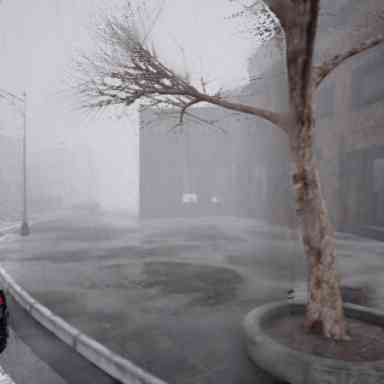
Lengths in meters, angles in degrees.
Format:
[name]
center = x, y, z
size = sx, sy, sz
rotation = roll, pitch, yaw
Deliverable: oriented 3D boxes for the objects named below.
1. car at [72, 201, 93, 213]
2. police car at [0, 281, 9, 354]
[car]
center = -13.994, 1.888, 43.470
size = 1.812, 1.442, 4.674
rotation = 0, 0, 9
[police car]
center = -4.488, 1.490, 5.406
size = 1.930, 1.638, 5.238
rotation = -1, 0, -41
